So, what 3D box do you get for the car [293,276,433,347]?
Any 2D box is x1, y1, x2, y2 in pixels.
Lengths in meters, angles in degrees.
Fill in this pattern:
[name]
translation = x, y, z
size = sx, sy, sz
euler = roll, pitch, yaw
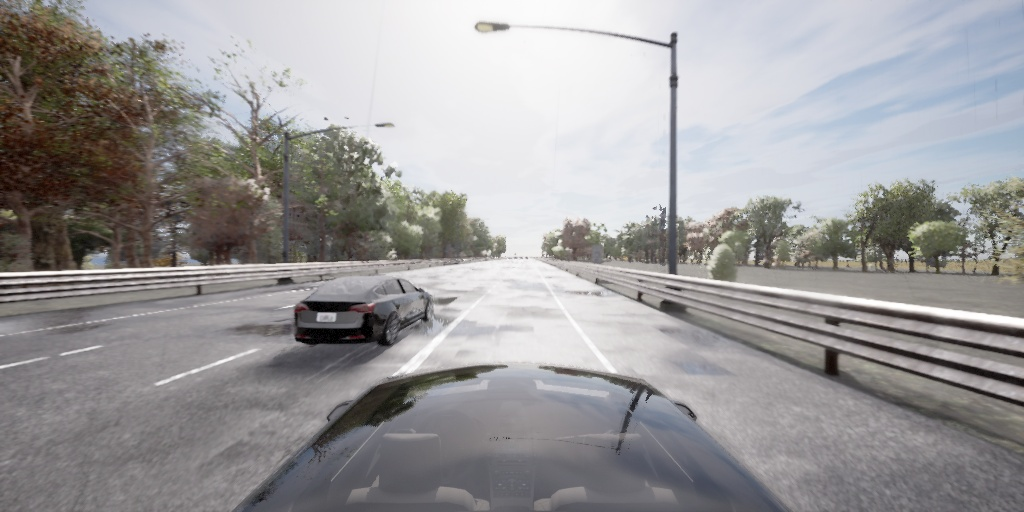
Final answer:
[car]
translation = -3.511, 1.234, 9.319
size = 2.163, 1.488, 4.792
euler = 0, 0, 3
